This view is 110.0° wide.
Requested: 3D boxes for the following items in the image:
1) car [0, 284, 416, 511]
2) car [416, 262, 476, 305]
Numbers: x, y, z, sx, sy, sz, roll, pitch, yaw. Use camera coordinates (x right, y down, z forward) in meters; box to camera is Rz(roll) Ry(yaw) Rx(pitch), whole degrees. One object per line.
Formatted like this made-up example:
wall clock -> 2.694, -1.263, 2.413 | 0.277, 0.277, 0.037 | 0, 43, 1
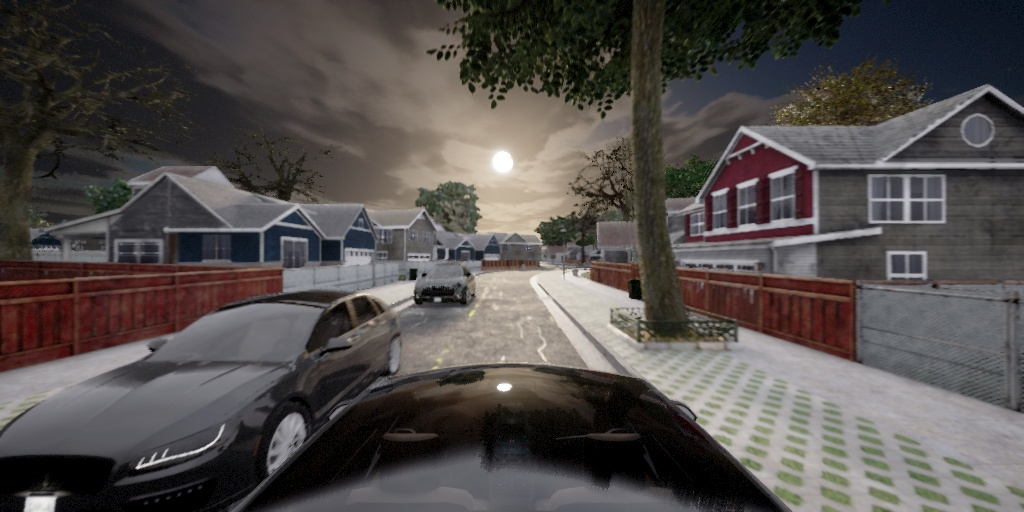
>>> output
car -> -2.850, 1.259, 4.592 | 1.837, 1.490, 4.892 | 0, 0, 0
car -> -2.847, 1.104, 16.077 | 2.097, 1.767, 4.553 | 0, 0, 0
